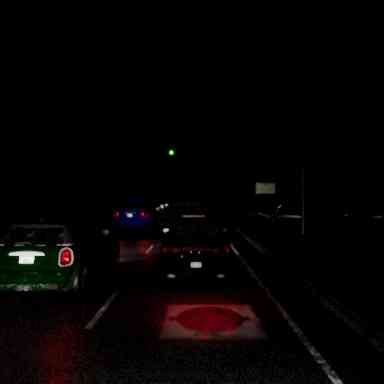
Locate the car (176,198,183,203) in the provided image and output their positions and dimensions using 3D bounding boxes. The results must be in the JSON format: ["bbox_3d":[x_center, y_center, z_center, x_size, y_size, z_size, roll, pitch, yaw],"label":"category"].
[{"bbox_3d":[-3.525,2.331,92.904,1.895,1.301,4.718,0,-1,0],"label":"car"}]

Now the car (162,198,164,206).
[{"bbox_3d":[-7.048,2.121,62.411,2.033,1.411,5.357,0,-1,0],"label":"car"}]

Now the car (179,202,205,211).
[{"bbox_3d":[0.094,1.699,22.405,2.128,1.511,4.902,0,0,0],"label":"car"}]

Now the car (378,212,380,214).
[{"bbox_3d":[22.922,1.863,34.709,5.357,1.411,2.033,0,-1,3],"label":"car"}]

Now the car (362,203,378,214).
[{"bbox_3d":[20.517,1.916,38.355,4.181,1.385,1.994,0,-1,3],"label":"car"}]

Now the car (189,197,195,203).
[{"bbox_3d":[-0.025,2.260,92.875,1.812,1.442,4.674,0,-1,0],"label":"car"}]

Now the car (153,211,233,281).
[{"bbox_3d":[0.099,1.573,10.218,1.882,1.535,5.008,0,-1,0],"label":"car"}]

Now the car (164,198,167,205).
[{"bbox_3d":[-7.020,2.141,72.220,1.882,1.535,5.008,0,-1,0],"label":"car"}]

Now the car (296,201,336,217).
[{"bbox_3d":[13.698,1.889,35.228,4.181,1.385,1.994,0,-1,3],"label":"car"}]

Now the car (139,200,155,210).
[{"bbox_3d":[-7.100,1.989,52.631,1.837,1.490,4.892,0,-1,0],"label":"car"}]

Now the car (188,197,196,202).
[{"bbox_3d":[-0.022,2.109,82.810,2.097,1.767,4.553,0,-1,0],"label":"car"}]

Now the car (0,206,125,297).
[{"bbox_3d":[-3.402,1.435,8.966,2.097,1.767,4.553,0,-1,0],"label":"car"}]

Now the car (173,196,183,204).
[{"bbox_3d":[-3.522,1.976,82.487,2.150,2.045,5.566,0,-1,0],"label":"car"}]

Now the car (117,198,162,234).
[{"bbox_3d":[-3.402,1.413,20.885,2.150,2.045,5.566,0,-1,0],"label":"car"}]

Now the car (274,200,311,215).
[{"bbox_3d":[11.936,1.710,38.836,4.553,1.767,2.097,0,-1,3],"label":"car"}]
